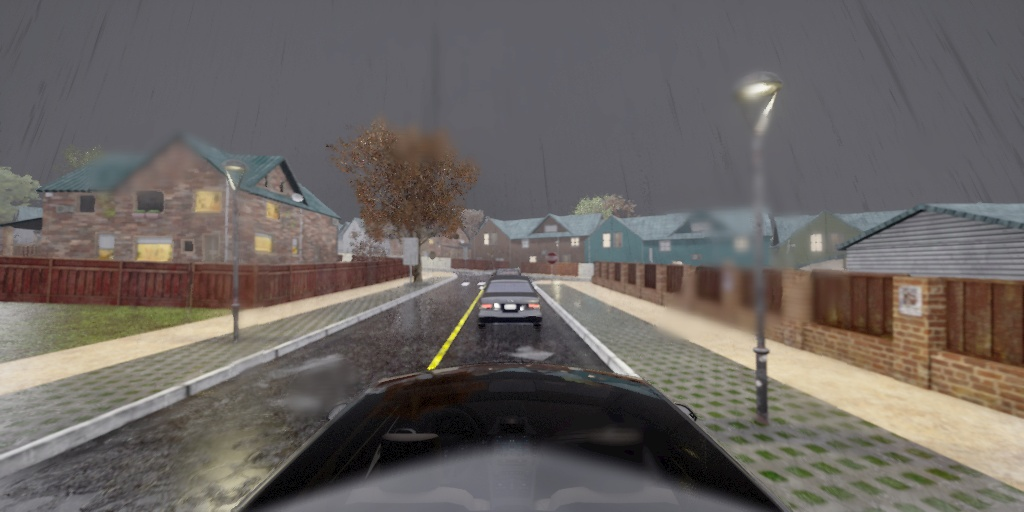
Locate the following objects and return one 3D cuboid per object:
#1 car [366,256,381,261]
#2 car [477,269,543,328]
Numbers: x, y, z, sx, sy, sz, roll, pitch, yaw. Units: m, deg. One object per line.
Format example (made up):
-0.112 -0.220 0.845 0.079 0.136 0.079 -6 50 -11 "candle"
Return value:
-17.265 0.760 46.054 5.008 1.535 1.882 2 0 31 "car"
-0.088 1.330 11.520 2.033 1.411 5.357 0 0 -1 "car"
